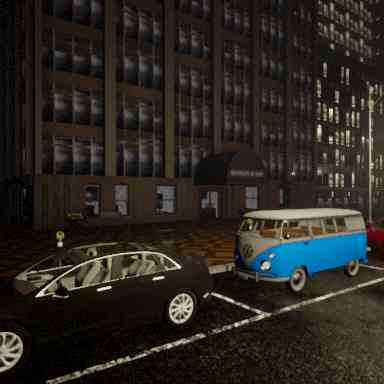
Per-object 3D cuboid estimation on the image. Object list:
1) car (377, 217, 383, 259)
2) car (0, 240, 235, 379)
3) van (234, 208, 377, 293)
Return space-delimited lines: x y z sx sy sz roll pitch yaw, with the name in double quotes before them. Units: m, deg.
"car" 7.348 1.545 11.771 4.507 1.381 1.887 0 0 -35
"car" -1.659 1.551 5.377 4.403 1.369 2.008 0 0 -35
"van" 2.843 1.341 8.574 3.998 1.788 1.690 0 0 -35
